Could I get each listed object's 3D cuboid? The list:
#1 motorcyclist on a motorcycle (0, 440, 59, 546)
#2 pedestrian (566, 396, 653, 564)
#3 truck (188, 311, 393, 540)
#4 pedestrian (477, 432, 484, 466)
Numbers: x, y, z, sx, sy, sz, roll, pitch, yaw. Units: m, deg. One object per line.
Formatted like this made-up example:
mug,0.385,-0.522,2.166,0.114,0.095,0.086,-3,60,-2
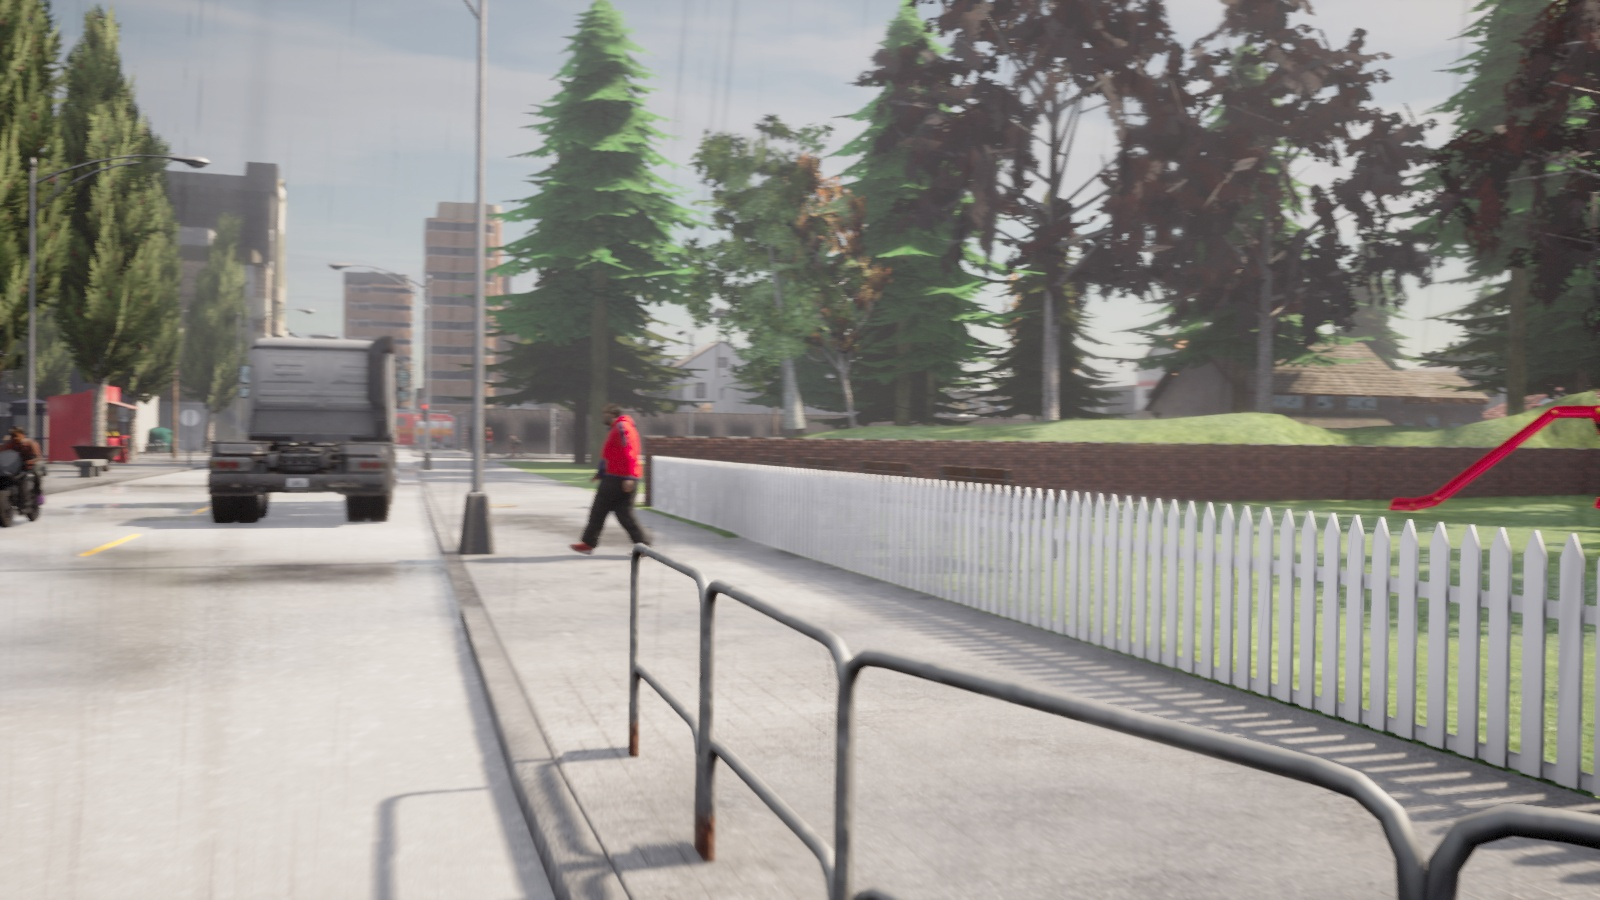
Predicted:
motorcyclist on a motorcycle,-11.930,0.610,19.000,0.797,1.523,2.044,0,0,-18
pedestrian,-2.127,0.329,14.117,0.899,1.844,0.634,0,1,-4
truck,-9.101,-0.407,23.265,2.891,3.462,7.936,0,1,-18
pedestrian,-17.564,-0.075,69.083,0.331,1.846,0.636,0,1,-18
